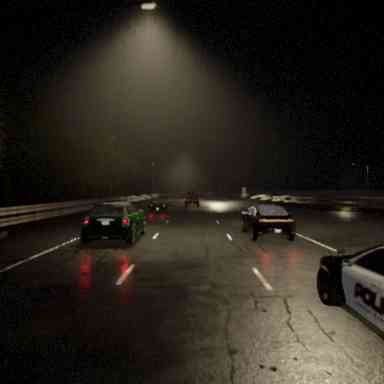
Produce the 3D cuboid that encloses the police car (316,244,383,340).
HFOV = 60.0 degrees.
[{"bbox_3d":[3.503,1.463,4.970,2.038,1.542,4.974,0,0,0],"label":"police car"}]

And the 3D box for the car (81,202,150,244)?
[{"bbox_3d":[-3.394,1.228,15.188,2.097,1.767,4.553,0,0,0],"label":"car"}]

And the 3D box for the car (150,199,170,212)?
[{"bbox_3d":[-3.385,1.353,34.926,1.895,1.301,4.718,0,0,0],"label":"car"}]

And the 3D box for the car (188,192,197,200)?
[{"bbox_3d":[0.040,0.964,81.035,2.097,1.767,4.553,0,0,0],"label":"car"}]

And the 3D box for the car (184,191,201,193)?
[{"bbox_3d":[0.129,0.880,60.357,2.150,2.045,5.566,0,0,0],"label":"car"}]

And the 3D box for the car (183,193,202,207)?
[{"bbox_3d":[0.020,1.210,45.268,1.837,1.490,4.892,0,0,0],"label":"car"}]

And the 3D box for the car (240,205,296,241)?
[{"bbox_3d":[3.508,1.362,15.970,2.128,1.511,4.902,0,0,0],"label":"car"}]
